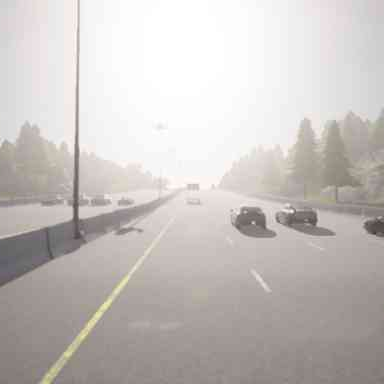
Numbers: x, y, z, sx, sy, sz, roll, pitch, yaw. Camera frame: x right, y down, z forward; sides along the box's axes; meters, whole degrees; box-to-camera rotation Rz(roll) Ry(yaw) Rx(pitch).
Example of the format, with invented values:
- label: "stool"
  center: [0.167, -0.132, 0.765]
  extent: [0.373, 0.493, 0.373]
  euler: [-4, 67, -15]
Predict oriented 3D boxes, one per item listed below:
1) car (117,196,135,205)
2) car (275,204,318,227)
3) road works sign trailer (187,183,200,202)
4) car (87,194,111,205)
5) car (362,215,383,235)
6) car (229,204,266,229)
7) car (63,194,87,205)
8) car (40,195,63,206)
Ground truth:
- label: "car"
  center: [-10.316, 1.323, 52.064]
  extent: [1.895, 1.301, 4.718]
  euler: [0, 1, 1]
- label: "car"
  center: [7.198, 1.565, 23.355]
  extent: [2.128, 1.511, 4.902]
  euler: [0, 0, 0]
- label: "road works sign trailer"
  center: [0.257, 0.048, 61.626]
  extent: [2.380, 3.560, 2.880]
  euler: [0, 1, -2]
- label: "car"
  center: [-13.825, 1.084, 50.682]
  extent: [2.097, 1.767, 4.553]
  euler: [0, 1, 1]
- label: "car"
  center: [10.666, 1.645, 16.587]
  extent: [2.033, 1.411, 5.357]
  euler: [0, 0, 0]
- label: "car"
  center: [3.693, 1.569, 22.336]
  extent: [1.837, 1.490, 4.892]
  euler: [0, 1, 0]
- label: "car"
  center: [-17.322, 1.072, 50.577]
  extent: [2.097, 1.767, 4.553]
  euler: [0, 1, 1]
- label: "car"
  center: [-20.829, 1.224, 49.707]
  extent: [1.837, 1.490, 4.892]
  euler: [0, 1, 1]
